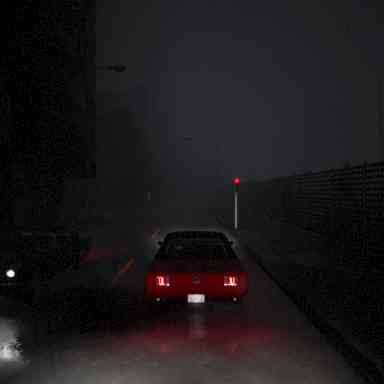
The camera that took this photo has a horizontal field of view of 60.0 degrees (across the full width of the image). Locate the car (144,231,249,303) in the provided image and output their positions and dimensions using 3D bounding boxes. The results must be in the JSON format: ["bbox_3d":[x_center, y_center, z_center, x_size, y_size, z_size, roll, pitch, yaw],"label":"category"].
[{"bbox_3d":[0.089,1.601,8.123,1.895,1.301,4.718,0,0,0],"label":"car"}]

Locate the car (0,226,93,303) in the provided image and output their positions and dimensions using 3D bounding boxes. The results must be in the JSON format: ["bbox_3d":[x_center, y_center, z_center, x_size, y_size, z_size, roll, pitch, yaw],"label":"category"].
[{"bbox_3d":[-4.088,1.601,8.330,1.895,1.301,4.718,0,0,0],"label":"car"}]
